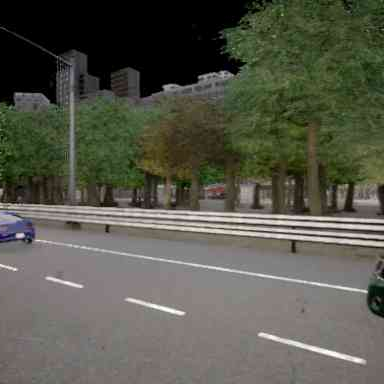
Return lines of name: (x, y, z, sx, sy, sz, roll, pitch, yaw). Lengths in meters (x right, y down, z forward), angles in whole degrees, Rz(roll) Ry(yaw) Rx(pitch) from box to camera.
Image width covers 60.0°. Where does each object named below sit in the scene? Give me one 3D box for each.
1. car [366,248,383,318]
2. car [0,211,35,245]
car: (5.411, 1.223, 4.309, 5.566, 2.045, 2.150, 0, 0, 35)
car: (-8.550, 1.533, 14.270, 4.674, 1.442, 1.812, 0, 0, 36)
